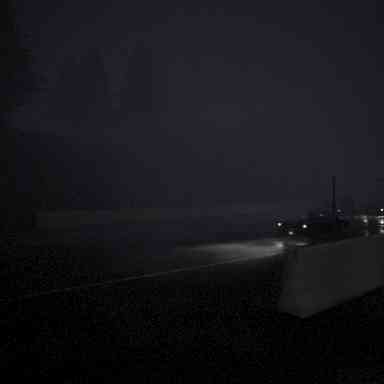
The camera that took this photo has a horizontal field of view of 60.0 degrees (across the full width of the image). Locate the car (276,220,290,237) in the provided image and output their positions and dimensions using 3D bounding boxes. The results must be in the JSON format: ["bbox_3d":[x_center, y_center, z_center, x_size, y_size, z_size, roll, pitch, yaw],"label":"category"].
[{"bbox_3d":[6.650,1.761,18.129,4.718,1.301,1.895,0,-1,-40],"label":"car"}]
